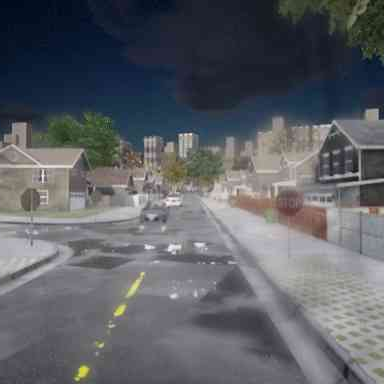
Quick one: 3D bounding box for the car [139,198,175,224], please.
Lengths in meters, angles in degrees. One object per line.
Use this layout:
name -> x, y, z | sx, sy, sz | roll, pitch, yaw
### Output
car -> -2.672, 1.470, 24.483 | 2.128, 1.511, 4.902 | 0, 0, 0

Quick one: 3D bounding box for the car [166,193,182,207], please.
car -> -2.590, 1.144, 48.959 | 2.150, 2.045, 5.566 | 0, 2, 0
